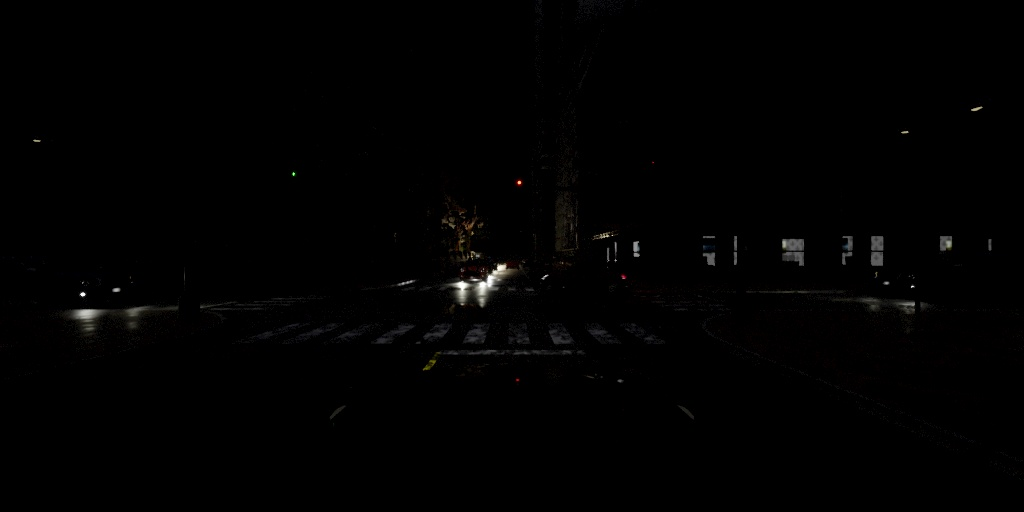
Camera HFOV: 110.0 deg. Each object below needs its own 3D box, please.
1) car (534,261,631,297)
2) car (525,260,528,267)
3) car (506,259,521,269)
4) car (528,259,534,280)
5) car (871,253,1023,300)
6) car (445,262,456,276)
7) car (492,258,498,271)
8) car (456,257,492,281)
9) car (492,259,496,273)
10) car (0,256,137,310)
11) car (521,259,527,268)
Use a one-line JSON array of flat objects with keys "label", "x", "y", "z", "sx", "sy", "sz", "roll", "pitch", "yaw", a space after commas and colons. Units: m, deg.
[{"label": "car", "x": 3.772, "y": 1.098, "z": 18.732, "sx": 4.553, "sy": 1.767, "sz": 2.097, "roll": 0, "pitch": -1, "yaw": 22}, {"label": "car", "x": 2.675, "y": 1.318, "z": 36.541, "sx": 1.948, "sy": 1.339, "sz": 4.313, "roll": 0, "pitch": 0, "yaw": 0}, {"label": "car", "x": 0.076, "y": 1.227, "z": 56.951, "sx": 1.882, "sy": 1.535, "sz": 5.008, "roll": 0, "pitch": 0, "yaw": 0}, {"label": "car", "x": 2.678, "y": 1.191, "z": 30.861, "sx": 1.967, "sy": 1.591, "sz": 4.097, "roll": 0, "pitch": 0, "yaw": 0}, {"label": "car", "x": 20.370, "y": 0.910, "z": 16.799, "sx": 5.566, "sy": 2.045, "sz": 2.150, "roll": 0, "pitch": 0, "yaw": 1}, {"label": "car", "x": -5.706, "y": 1.297, "z": 36.535, "sx": 1.888, "sy": 1.381, "sz": 4.507, "roll": 0, "pitch": 0, "yaw": 0}, {"label": "car", "x": -3.109, "y": 1.106, "z": 49.799, "sx": 2.097, "sy": 1.767, "sz": 4.553, "roll": 0, "pitch": 0, "yaw": 0}, {"label": "car", "x": -3.112, "y": 1.104, "z": 30.034, "sx": 2.097, "sy": 1.767, "sz": 4.553, "roll": 0, "pitch": 0, "yaw": 0}, {"label": "car", "x": -3.115, "y": 1.353, "z": 39.822, "sx": 1.895, "sy": 1.301, "sz": 4.718, "roll": 0, "pitch": 0, "yaw": 0}, {"label": "car", "x": -18.583, "y": 1.016, "z": 14.398, "sx": 5.566, "sy": 2.045, "sz": 2.150, "roll": 0, "pitch": 0, "yaw": 1}, {"label": "car", "x": 2.665, "y": 1.314, "z": 59.266, "sx": 1.948, "sy": 1.339, "sz": 4.313, "roll": 0, "pitch": 0, "yaw": 0}]
